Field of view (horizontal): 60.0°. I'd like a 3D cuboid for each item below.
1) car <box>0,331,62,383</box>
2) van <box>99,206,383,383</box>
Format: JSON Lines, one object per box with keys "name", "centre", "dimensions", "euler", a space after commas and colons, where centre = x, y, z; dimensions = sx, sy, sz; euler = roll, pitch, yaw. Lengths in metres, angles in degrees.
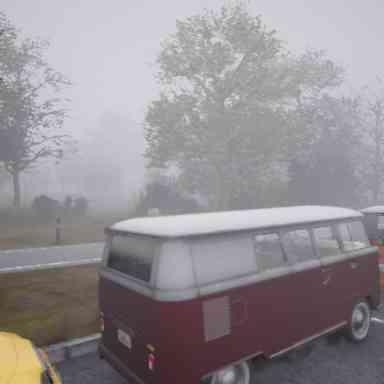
{"name": "car", "centre": [-3.480, 1.475, 1.615], "dimensions": [5.366, 1.575, 1.946], "euler": [-1, -1, -35]}
{"name": "van", "centre": [1.037, 1.240, 4.782], "dimensions": [4.442, 1.987, 1.878], "euler": [-1, -1, -36]}
